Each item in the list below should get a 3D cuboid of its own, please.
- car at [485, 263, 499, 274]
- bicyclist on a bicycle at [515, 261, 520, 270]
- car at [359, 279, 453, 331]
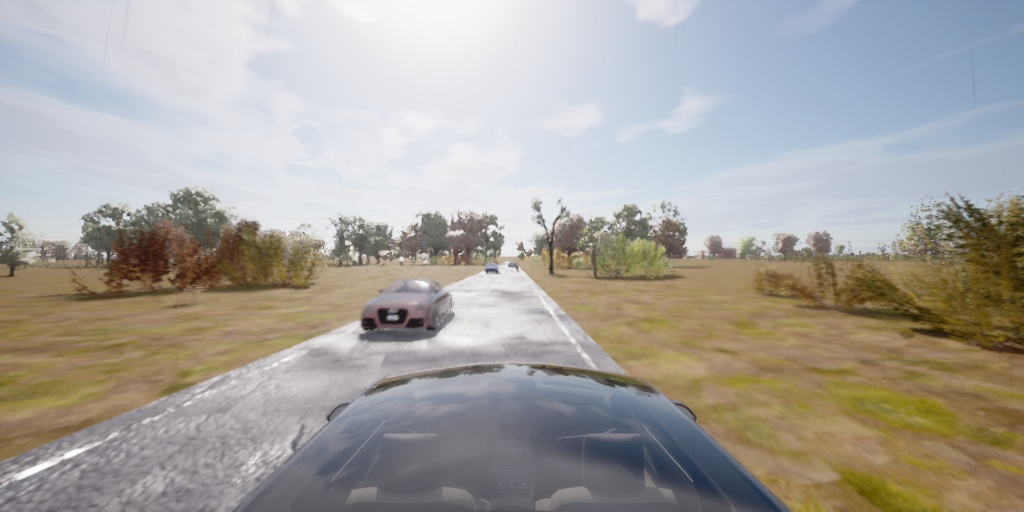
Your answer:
[{"bbox_3d":[-3.022,1.810,54.063,1.882,1.535,5.008,0,-1,1],"label":"car"},{"bbox_3d":[0.860,1.839,60.766,0.866,1.612,1.509,0,-1,0],"label":"bicyclist on a bicycle"},{"bbox_3d":[-3.094,1.424,11.276,1.994,1.385,4.181,0,-1,0],"label":"car"}]
